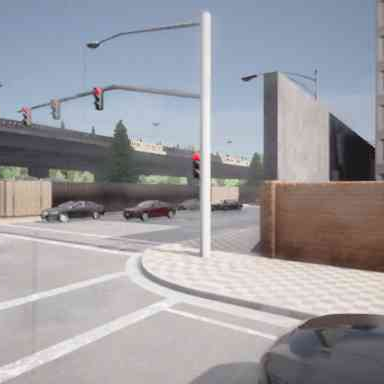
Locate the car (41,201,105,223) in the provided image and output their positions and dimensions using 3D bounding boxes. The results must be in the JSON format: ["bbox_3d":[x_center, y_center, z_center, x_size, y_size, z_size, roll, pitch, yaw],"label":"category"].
[{"bbox_3d":[-8.823,1.419,25.019,2.128,1.511,4.902,0,0,36],"label":"car"}]

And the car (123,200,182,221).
[{"bbox_3d":[-3.311,1.408,26.705,1.882,1.535,5.008,0,0,36],"label":"car"}]

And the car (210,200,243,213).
[{"bbox_3d":[3.743,1.531,36.551,1.895,1.301,4.718,0,0,36],"label":"car"}]

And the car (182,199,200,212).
[{"bbox_3d":[-0.015,1.492,37.313,1.994,1.385,4.181,0,0,36],"label":"car"}]

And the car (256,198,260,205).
[{"bbox_3d":[12.065,1.287,54.015,2.097,1.767,4.553,0,0,36],"label":"car"}]

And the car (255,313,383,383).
[{"bbox_3d":[2.770,1.506,1.990,4.892,1.490,1.837,0,0,36],"label":"car"}]
